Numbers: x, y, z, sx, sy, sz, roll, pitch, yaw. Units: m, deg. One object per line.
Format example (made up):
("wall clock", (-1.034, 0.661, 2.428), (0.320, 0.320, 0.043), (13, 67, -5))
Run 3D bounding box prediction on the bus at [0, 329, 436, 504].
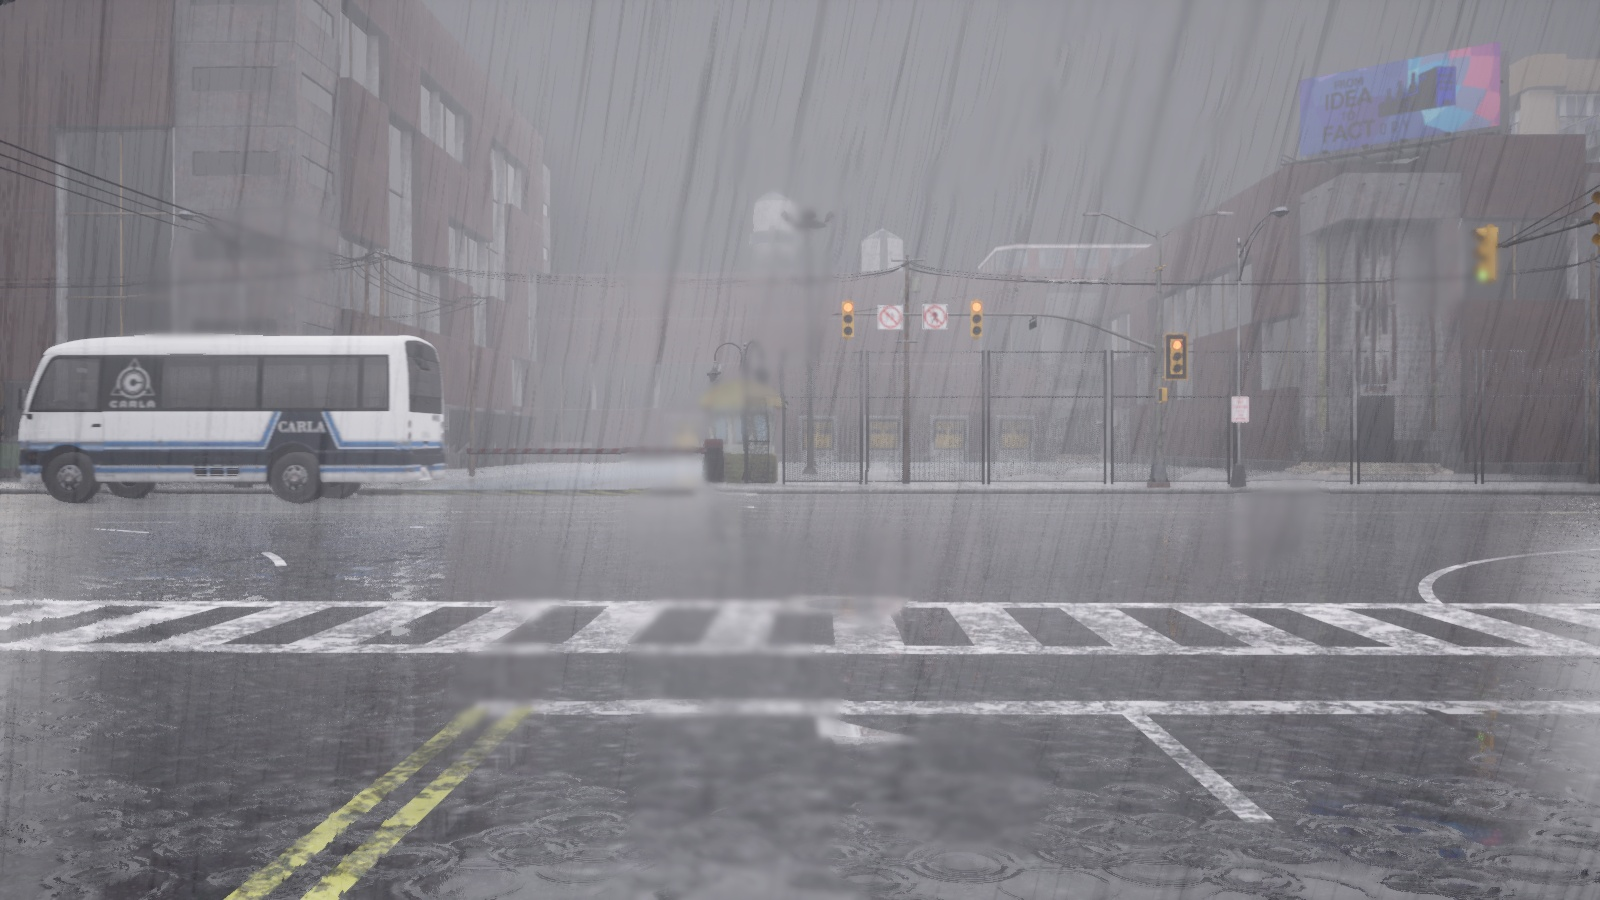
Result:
("bus", (-15.151, -0.826, 32.559), (10.273, 4.253, 3.944), (0, 0, 1))
